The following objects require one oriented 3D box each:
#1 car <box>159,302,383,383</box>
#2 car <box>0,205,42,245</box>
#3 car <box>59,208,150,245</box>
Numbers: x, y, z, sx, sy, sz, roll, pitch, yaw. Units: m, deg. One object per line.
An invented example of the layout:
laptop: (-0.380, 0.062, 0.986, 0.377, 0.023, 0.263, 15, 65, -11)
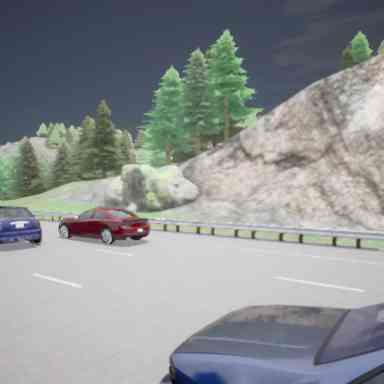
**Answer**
car: (2.308, 1.546, 2.344, 5.357, 1.411, 2.033, 0, 0, 35)
car: (-8.516, 1.357, 14.359, 4.553, 1.767, 2.097, 0, 0, 35)
car: (-4.212, 1.481, 15.589, 5.008, 1.535, 1.882, 0, 0, 35)
